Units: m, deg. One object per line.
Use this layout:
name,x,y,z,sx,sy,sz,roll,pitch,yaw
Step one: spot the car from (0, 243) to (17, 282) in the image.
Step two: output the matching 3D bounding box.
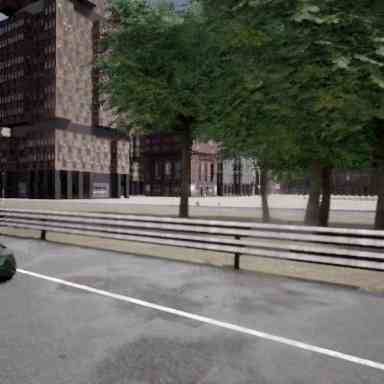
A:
car,-6.334,1.559,8.470,4.181,1.385,1.994,0,0,35
